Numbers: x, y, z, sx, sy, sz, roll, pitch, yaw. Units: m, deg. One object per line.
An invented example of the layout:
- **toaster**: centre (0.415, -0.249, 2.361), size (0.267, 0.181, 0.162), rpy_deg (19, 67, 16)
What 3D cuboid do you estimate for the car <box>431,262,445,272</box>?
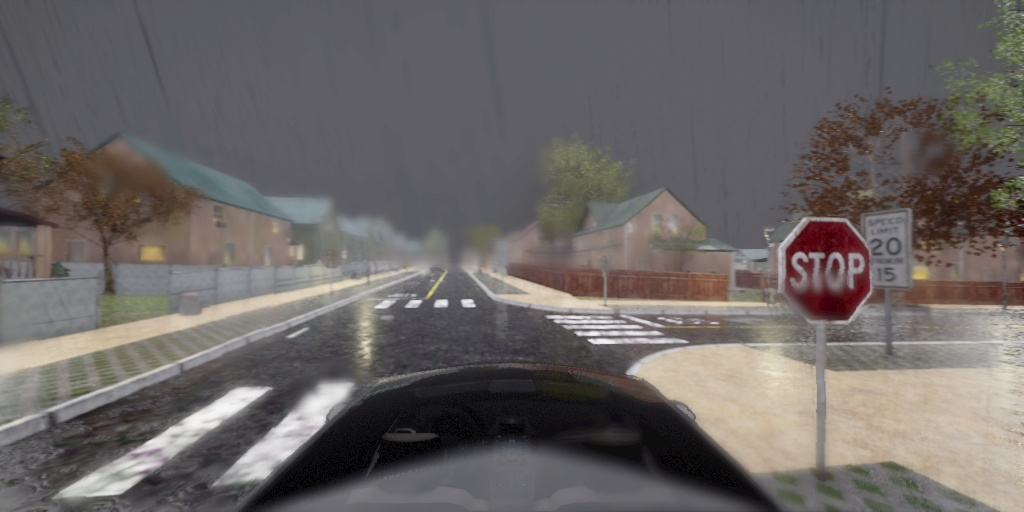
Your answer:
- **car**: centre (-11.767, 1.740, 56.849), size (1.837, 1.490, 4.892), rpy_deg (1, -1, -9)
